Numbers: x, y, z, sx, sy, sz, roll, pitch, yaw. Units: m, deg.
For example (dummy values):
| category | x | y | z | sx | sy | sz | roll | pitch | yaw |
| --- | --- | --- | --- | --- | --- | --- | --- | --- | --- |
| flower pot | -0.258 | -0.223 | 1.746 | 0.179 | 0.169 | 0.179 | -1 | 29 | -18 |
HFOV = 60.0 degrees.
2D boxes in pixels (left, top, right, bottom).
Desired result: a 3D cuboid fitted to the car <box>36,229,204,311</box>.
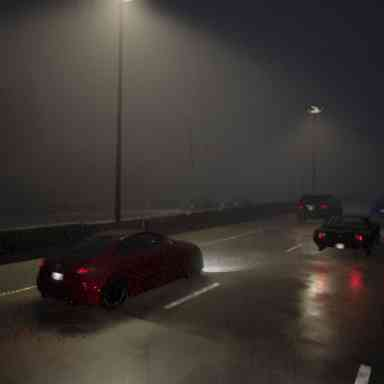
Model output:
| category | x | y | z | sx | sy | sz | roll | pitch | yaw |
| --- | --- | --- | --- | --- | --- | --- | --- | --- | --- |
| car | -1.457 | 1.576 | 8.021 | 1.994 | 1.385 | 4.181 | 0 | 0 | 34 |

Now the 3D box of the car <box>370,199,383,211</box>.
| category | x | y | z | sx | sy | sz | roll | pitch | yaw |
| --- | --- | --- | --- | --- | --- | --- | --- | --- | --- |
| car | 16.836 | 1.361 | 29.038 | 1.882 | 1.535 | 5.008 | 0 | 0 | 34 |

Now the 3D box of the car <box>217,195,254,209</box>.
| category | x | y | z | sx | sy | sz | roll | pitch | yaw |
| --- | --- | --- | --- | --- | --- | --- | --- | --- | --- |
| car | 5.126 | 1.244 | 37.024 | 2.097 | 1.767 | 4.553 | 0 | 1 | 34 |

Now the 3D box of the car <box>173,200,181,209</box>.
| category | x | y | z | sx | sy | sz | roll | pitch | yaw |
| --- | --- | --- | --- | --- | --- | --- | --- | --- | --- |
| car | 0.143 | 1.482 | 42.148 | 1.895 | 1.301 | 4.718 | 0 | 1 | 34 |

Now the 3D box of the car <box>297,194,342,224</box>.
| category | x | y | z | sx | sy | sz | roll | pitch | yaw |
| --- | --- | --- | --- | --- | --- | --- | --- | --- | --- |
| car | 9.307 | 1.175 | 24.090 | 2.150 | 2.045 | 5.566 | 0 | 0 | 34 |

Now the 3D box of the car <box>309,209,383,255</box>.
| category | x | y | z | sx | sy | sz | roll | pitch | yaw |
| --- | --- | --- | --- | --- | --- | --- | --- | --- | --- |
| car | 6.454 | 1.600 | 13.543 | 1.895 | 1.301 | 4.718 | 0 | 0 | 34 |

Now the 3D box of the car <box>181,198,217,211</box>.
| category | x | y | z | sx | sy | sz | roll | pitch | yaw |
| --- | --- | --- | --- | --- | --- | --- | --- | --- | --- |
| car | 1.384 | 1.399 | 37.738 | 2.128 | 1.511 | 4.902 | 0 | 1 | 34 |

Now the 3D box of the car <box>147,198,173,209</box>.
| category | x | y | z | sx | sy | sz | roll | pitch | yaw |
| --- | --- | --- | --- | --- | --- | --- | --- | --- | --- |
| car | -3.630 | 1.501 | 42.820 | 1.895 | 1.301 | 4.718 | 0 | 1 | 34 |
